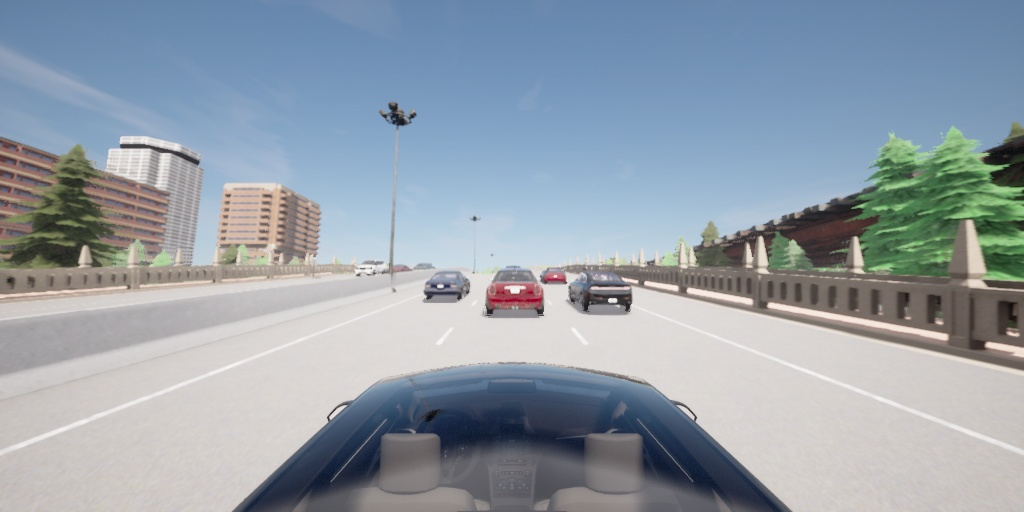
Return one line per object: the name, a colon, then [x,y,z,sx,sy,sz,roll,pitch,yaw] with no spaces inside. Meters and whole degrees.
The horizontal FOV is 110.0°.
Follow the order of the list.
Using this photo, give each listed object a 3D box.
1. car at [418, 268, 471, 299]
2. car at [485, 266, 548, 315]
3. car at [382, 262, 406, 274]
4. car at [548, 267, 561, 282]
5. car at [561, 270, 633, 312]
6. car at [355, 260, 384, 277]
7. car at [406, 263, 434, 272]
car: [-3.396,1.515,19.546,2.033,1.411,5.357,0,-1,0]
car: [0.104,1.257,14.501,2.097,1.767,4.553,0,-1,0]
car: [-14.069,1.752,44.727,1.882,1.535,5.008,0,-1,0]
car: [3.611,1.681,31.783,1.994,1.385,4.181,0,-1,0]
car: [3.605,1.407,15.267,2.128,1.511,4.902,0,-1,0]
car: [-17.568,1.498,44.936,2.150,2.045,5.566,0,-1,0]
car: [-10.573,1.603,42.750,2.097,1.767,4.553,0,-1,0]
